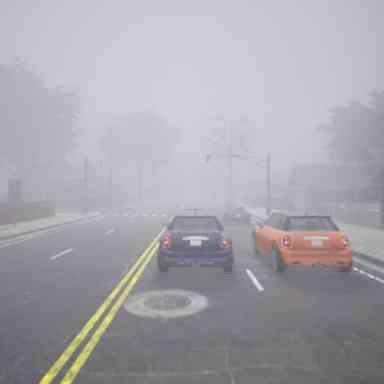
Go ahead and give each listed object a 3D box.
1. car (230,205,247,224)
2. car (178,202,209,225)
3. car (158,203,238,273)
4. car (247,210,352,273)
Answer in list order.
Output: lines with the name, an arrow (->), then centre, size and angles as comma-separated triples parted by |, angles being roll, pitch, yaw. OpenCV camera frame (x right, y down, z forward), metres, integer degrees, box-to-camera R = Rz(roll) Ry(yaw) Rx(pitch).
car -> 3.354, 1.694, 26.257 | 1.994, 1.385, 4.181 | 0, 0, 0
car -> 0.104, 1.620, 25.944 | 2.128, 1.511, 4.902 | 0, 0, 0
car -> 0.101, 1.407, 11.068 | 2.097, 1.767, 4.553 | 0, 0, 0
car -> 3.351, 1.407, 11.049 | 2.097, 1.767, 4.553 | 0, 0, 0
